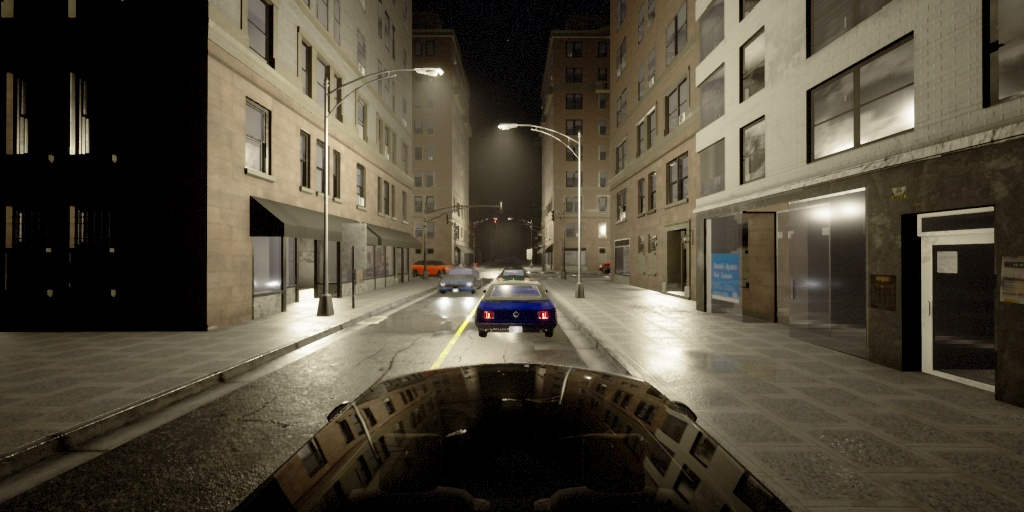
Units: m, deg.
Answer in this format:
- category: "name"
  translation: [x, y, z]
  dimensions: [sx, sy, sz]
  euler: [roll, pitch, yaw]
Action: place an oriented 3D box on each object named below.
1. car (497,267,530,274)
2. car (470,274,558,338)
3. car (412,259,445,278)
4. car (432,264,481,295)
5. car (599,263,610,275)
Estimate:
- category: "car"
  translation: [0.086, 1.321, 20.115]
  dimensions: [1.994, 1.385, 4.181]
  euler: [0, 0, 0]
- category: "car"
  translation: [0.096, 1.352, 10.226]
  dimensions: [1.895, 1.301, 4.718]
  euler: [0, 0, 0]
- category: "car"
  translation: [-7.012, 1.116, 32.902]
  dimensions: [4.553, 1.767, 2.097]
  euler: [0, 0, 23]
- category: "car"
  translation: [-2.763, 1.305, 20.192]
  dimensions: [2.033, 1.411, 5.357]
  euler: [0, 0, 0]
- category: "car"
  translation: [12.060, 1.254, 37.495]
  dimensions: [5.008, 1.535, 1.882]
  euler: [0, 0, 0]
